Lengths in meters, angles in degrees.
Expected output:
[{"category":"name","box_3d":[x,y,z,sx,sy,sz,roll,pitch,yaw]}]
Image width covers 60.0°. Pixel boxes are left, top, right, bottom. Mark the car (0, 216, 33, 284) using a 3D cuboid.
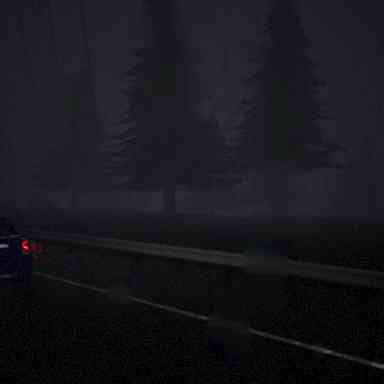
[{"category":"car","box_3d":[-5.933,1.281,8.113,4.553,1.767,2.097,1,0,35]}]
